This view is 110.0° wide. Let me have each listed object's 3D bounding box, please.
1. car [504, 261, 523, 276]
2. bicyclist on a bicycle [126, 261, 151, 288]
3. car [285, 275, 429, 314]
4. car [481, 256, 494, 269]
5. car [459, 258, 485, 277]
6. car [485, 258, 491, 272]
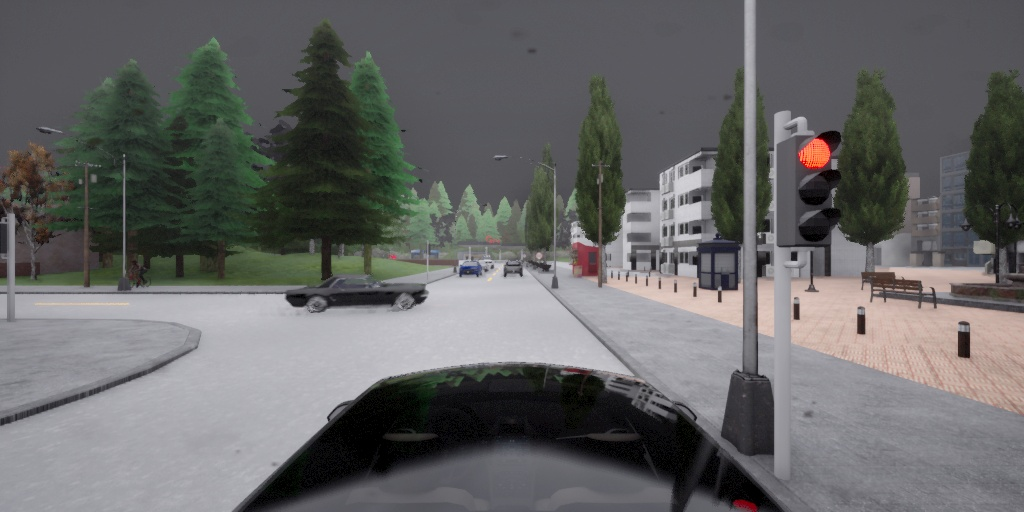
[{"bbox_3d":[0.130,1.242,36.960,2.128,1.511,4.902,0,0,0],"label":"car"},{"bbox_3d":[-22.132,1.099,21.162,0.582,1.620,1.656,0,0,0],"label":"bicyclist on a bicycle"},{"bbox_3d":[-5.537,1.351,13.408,4.718,1.301,1.895,0,0,-12],"label":"car"},{"bbox_3d":[-4.012,0.971,56.410,2.150,2.045,5.566,0,0,0],"label":"car"},{"bbox_3d":[-4.081,1.228,35.850,1.882,1.535,5.008,0,0,0],"label":"car"},{"bbox_3d":[-4.059,1.276,46.011,1.812,1.442,4.674,0,0,0],"label":"car"}]
